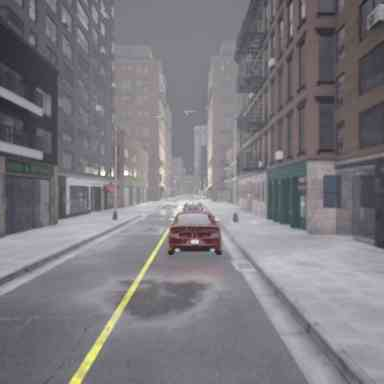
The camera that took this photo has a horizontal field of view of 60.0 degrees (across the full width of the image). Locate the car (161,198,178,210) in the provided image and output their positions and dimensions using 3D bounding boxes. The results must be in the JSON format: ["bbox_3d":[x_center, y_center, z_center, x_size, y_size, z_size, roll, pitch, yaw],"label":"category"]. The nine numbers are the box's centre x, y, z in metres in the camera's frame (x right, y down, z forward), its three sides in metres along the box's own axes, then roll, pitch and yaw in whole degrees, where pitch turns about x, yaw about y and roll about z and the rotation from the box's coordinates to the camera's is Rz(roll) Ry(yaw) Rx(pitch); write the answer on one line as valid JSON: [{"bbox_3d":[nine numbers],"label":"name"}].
[{"bbox_3d":[-2.834,1.502,42.795,1.812,1.442,4.674,0,0,0],"label":"car"}]

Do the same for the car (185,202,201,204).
[{"bbox_3d":[0.100,1.587,32.191,1.895,1.301,4.718,0,0,0],"label":"car"}]

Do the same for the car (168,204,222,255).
[{"bbox_3d":[0.101,1.475,13.372,1.882,1.535,5.008,0,0,0],"label":"car"}]
